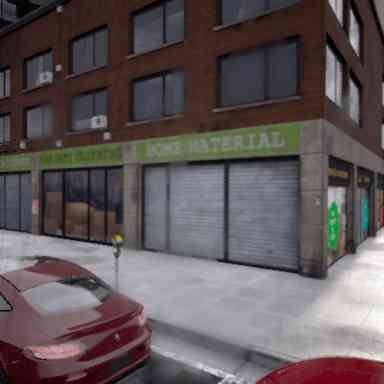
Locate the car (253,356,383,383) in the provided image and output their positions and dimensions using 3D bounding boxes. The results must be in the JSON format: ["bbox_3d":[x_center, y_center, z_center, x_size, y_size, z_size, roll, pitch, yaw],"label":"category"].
[{"bbox_3d":[2.215,1.554,1.230,4.507,1.381,1.887,1,0,36],"label":"car"}]

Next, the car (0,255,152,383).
[{"bbox_3d":[-2.405,1.548,4.531,4.206,1.307,1.802,1,0,36],"label":"car"}]
